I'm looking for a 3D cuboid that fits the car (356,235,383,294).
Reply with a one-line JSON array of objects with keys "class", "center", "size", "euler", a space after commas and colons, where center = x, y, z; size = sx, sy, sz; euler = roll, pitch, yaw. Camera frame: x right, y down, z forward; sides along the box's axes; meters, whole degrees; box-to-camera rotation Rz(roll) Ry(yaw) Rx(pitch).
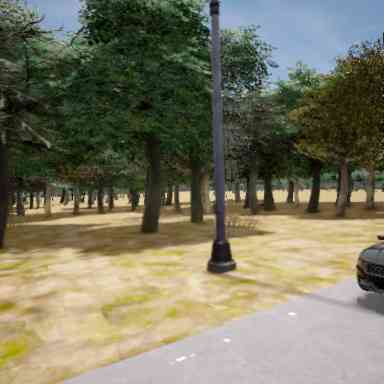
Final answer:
[{"class": "car", "center": [5.793, 1.456, 7.939], "size": [5.008, 1.535, 1.882], "euler": [0, 0, -39]}]
